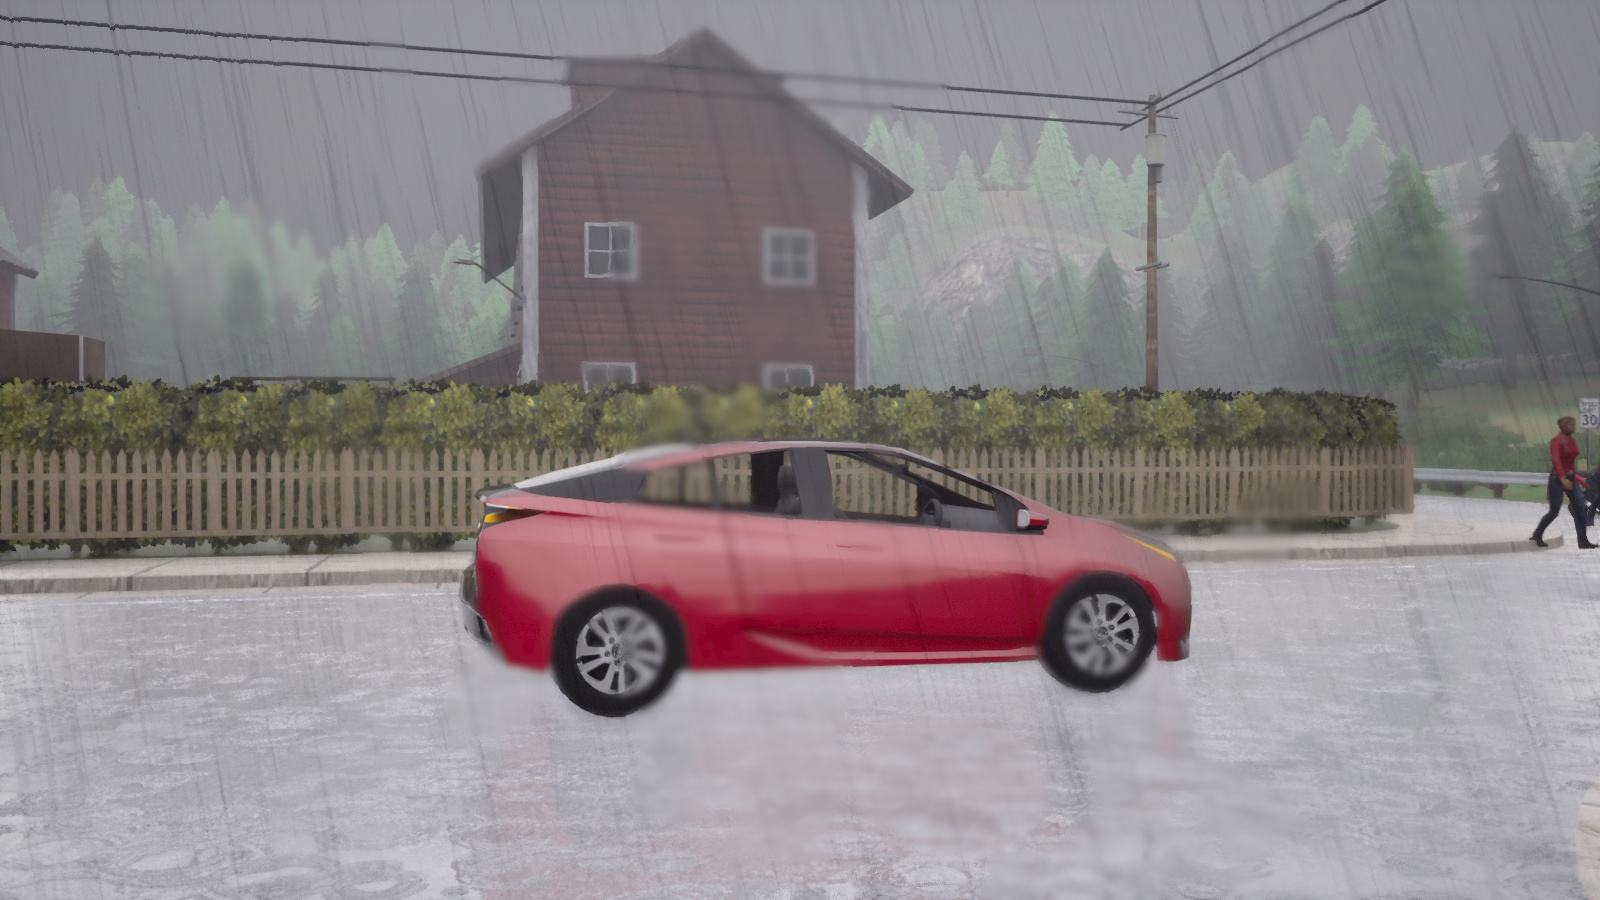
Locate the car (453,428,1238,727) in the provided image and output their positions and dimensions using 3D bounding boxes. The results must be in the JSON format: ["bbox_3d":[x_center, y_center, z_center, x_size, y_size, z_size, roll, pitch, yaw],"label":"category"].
[{"bbox_3d":[0.181,0.648,7.928,4.514,1.525,2.007,0,0,-14],"label":"car"}]

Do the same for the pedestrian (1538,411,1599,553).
[{"bbox_3d":[10.235,0.411,16.719,0.331,1.846,0.636,0,0,-19],"label":"pedestrian"}]

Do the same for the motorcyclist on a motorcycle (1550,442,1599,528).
[{"bbox_3d":[14.482,0.614,22.301,0.797,1.523,2.044,0,0,-13],"label":"motorcyclist on a motorcycle"}]
